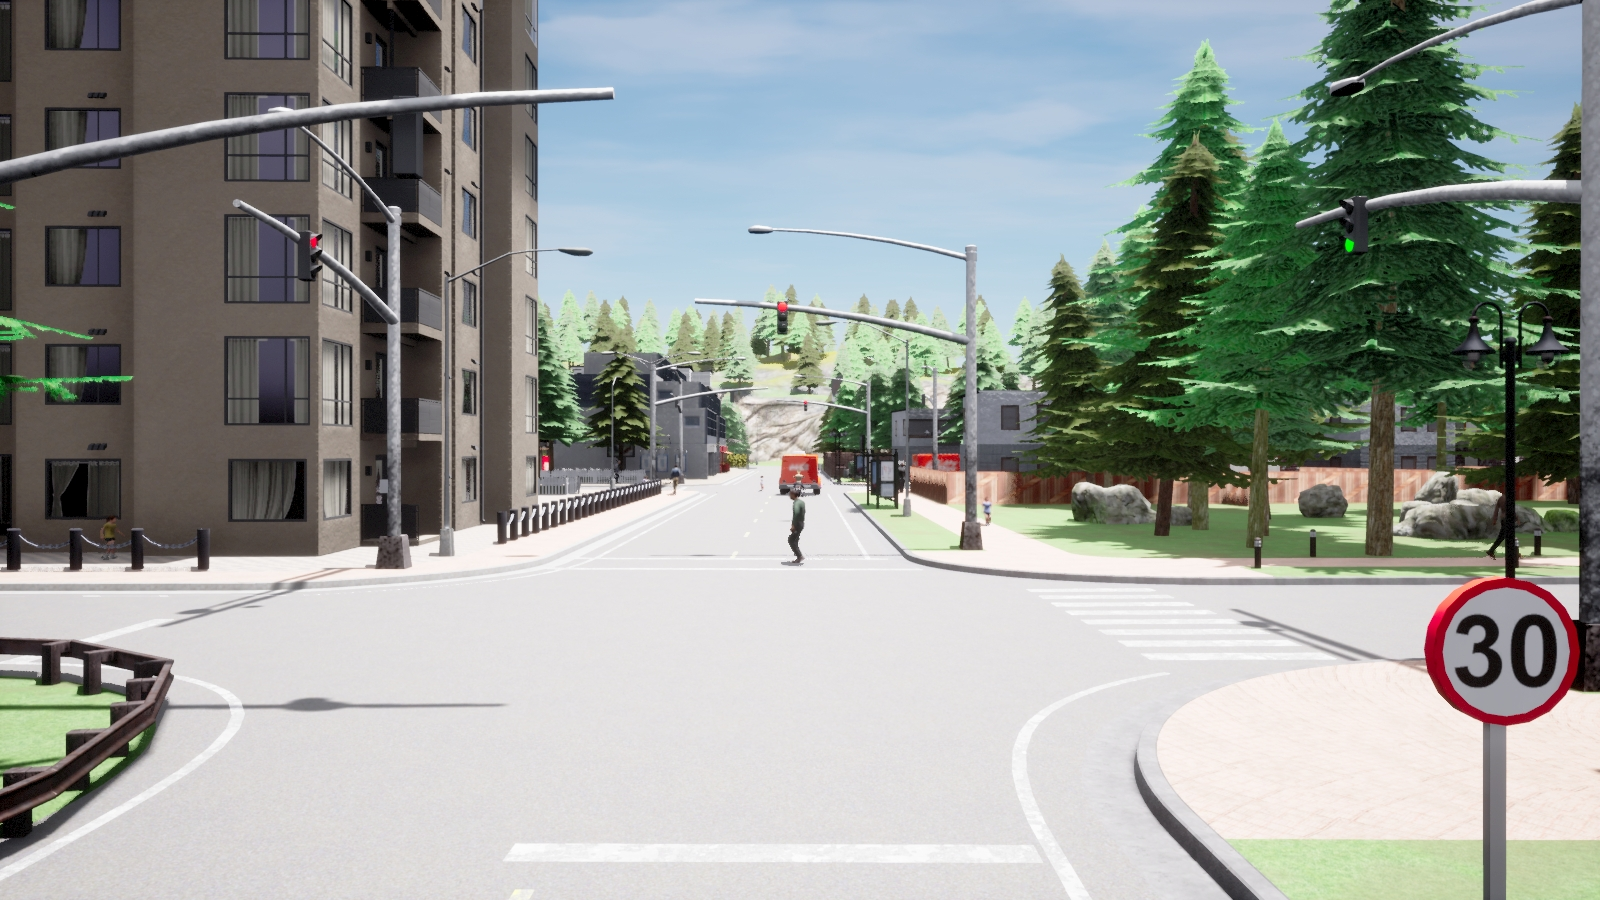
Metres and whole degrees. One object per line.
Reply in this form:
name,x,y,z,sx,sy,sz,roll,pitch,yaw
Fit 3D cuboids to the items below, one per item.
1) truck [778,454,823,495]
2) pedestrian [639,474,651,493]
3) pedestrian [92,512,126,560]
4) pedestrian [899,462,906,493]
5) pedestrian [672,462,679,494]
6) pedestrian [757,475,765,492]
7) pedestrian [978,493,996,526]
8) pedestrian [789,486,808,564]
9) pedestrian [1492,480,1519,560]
truck,0.071,1.506,71.518,2.627,2.467,5.204,0,0,3
pedestrian,-9.306,2.024,68.603,0.500,1.100,0.500,0,0,34
pedestrian,-16.419,2.040,27.160,0.500,1.100,0.500,0,0,2
pedestrian,6.101,1.636,68.326,0.375,1.860,0.375,0,0,-2
pedestrian,-7.271,1.637,66.588,0.375,1.860,0.375,0,0,1
pedestrian,-2.537,2.166,74.908,0.500,1.100,0.500,0,0,-2
pedestrian,6.394,2.034,39.063,0.500,1.100,0.500,0,0,-1
pedestrian,-0.039,1.812,27.651,0.375,1.860,0.375,0,0,15
pedestrian,16.675,1.647,27.005,0.375,1.860,0.375,0,0,-8
